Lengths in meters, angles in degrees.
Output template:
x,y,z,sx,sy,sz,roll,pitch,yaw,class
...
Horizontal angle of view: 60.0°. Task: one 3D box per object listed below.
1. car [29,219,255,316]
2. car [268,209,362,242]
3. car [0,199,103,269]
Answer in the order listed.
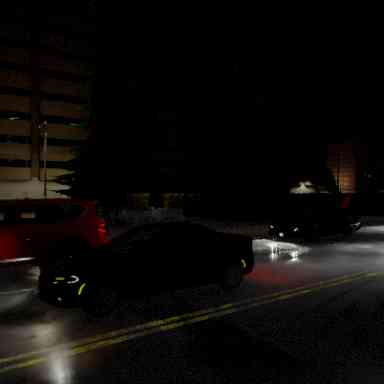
x,y,z,sx,sy,sz,roll,pitch,yaw,class
-0.787,1.478,7.645,5.008,1.535,1.882,0,0,-34,car
6.258,1.547,16.534,5.357,1.411,2.033,0,0,-34,car
-5.105,1.221,9.063,5.566,2.045,2.150,0,0,-32,car
